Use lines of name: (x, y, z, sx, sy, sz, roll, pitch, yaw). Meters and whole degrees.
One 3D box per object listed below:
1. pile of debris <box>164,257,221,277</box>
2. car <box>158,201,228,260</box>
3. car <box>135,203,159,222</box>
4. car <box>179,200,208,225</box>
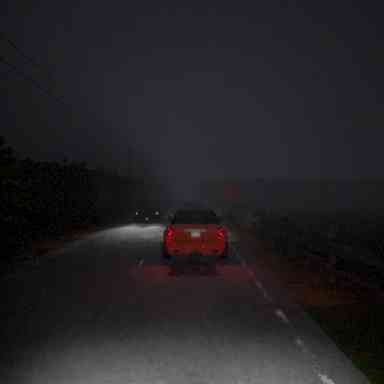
pile of debris: (0.009, 2.139, 9.615, 1.500, 0.140, 1.860, 0, 0, 0)
car: (0.111, 1.307, 12.354, 2.097, 1.767, 4.553, 0, 0, 0)
car: (-3.175, 1.570, 25.587, 1.895, 1.301, 4.718, 0, 0, 0)
car: (0.114, 1.387, 24.140, 1.882, 1.535, 5.008, 0, 0, 0)
